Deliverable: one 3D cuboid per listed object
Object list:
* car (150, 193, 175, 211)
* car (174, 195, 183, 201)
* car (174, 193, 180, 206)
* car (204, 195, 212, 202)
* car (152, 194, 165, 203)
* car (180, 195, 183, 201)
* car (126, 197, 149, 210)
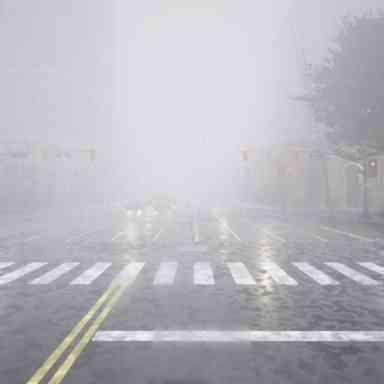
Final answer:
[{"bbox_3d":[-3.591,1.351,41.114,2.097,1.767,4.553,0,0,0],"label":"car"},{"bbox_3d":[-3.272,1.539,82.154,2.033,1.411,5.357,0,0,1],"label":"car"},{"bbox_3d":[-3.577,1.222,55.827,2.150,2.045,5.566,0,0,0],"label":"car"},{"bbox_3d":[3.691,1.525,78.514,2.128,1.511,4.902,0,0,1],"label":"car"},{"bbox_3d":[-6.919,1.350,68.677,2.097,1.767,4.553,0,0,1],"label":"car"},{"bbox_3d":[-3.407,1.493,69.371,2.128,1.511,4.902,0,0,1],"label":"car"},{"bbox_3d":[-7.092,1.564,42.224,1.994,1.385,4.181,0,0,0],"label":"car"}]
